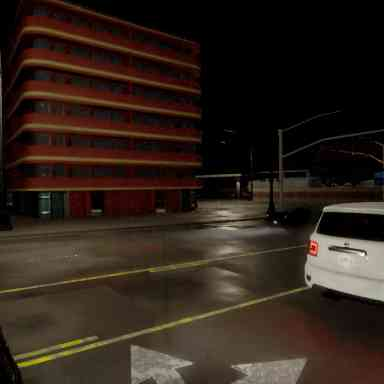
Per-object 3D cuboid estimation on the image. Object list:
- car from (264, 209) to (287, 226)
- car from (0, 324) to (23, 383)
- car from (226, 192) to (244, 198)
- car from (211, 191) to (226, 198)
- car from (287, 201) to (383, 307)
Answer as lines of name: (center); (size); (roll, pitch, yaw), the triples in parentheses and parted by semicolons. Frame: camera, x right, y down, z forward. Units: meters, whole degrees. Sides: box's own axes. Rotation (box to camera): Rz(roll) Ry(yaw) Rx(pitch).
car: (6.936, 1.555, 21.700); (4.718, 1.301, 1.895); (0, 0, -35)
car: (-3.667, 1.222, 1.136); (5.566, 2.045, 2.150); (0, 0, -35)
car: (11.384, 0.818, 85.098); (3.806, 1.475, 1.970); (-1, 1, -35)
car: (7.417, 0.671, 89.324); (4.611, 1.667, 2.242); (-1, 1, -35)
car: (4.775, 1.218, 7.134); (5.566, 2.045, 2.150); (0, 0, -35)
